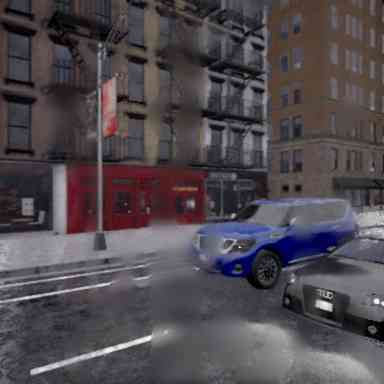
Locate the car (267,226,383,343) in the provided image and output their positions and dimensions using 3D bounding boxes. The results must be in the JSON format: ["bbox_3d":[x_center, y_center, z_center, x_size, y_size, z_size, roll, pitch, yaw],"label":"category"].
[{"bbox_3d":[3.643,1.546,6.246,4.181,1.385,1.994,0,0,-35],"label":"car"}]

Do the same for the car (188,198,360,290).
[{"bbox_3d":[2.555,1.200,9.449,5.566,2.045,2.150,0,0,-35],"label":"car"}]
